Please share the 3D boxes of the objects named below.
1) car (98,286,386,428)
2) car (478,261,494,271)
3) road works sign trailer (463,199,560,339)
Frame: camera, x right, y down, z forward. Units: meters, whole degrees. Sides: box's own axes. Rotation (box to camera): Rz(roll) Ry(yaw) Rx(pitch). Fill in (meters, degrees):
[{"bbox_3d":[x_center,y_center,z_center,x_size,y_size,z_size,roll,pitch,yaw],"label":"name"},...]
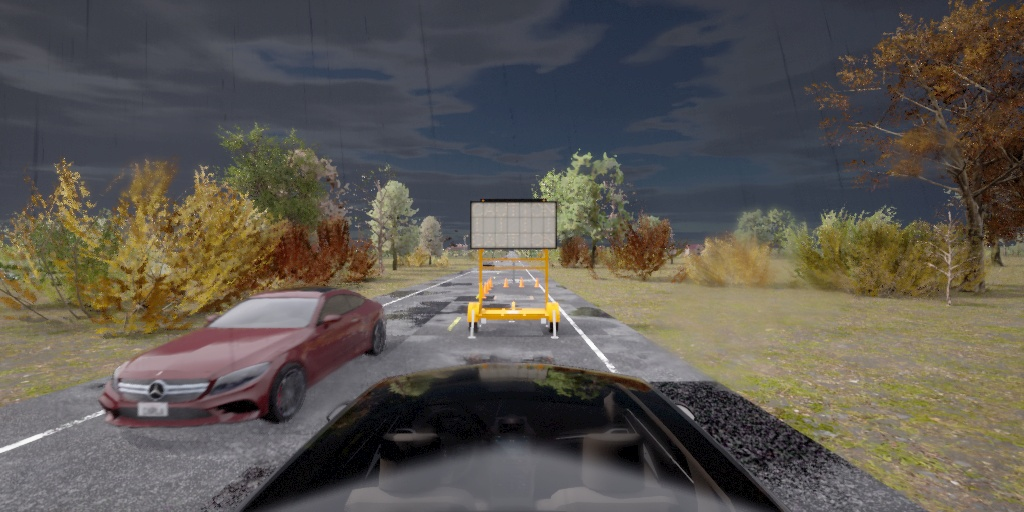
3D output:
[{"bbox_3d":[-3.574,1.275,5.911,1.812,1.442,4.674,0,0,0],"label":"car"},{"bbox_3d":[-3.372,1.296,46.983,1.895,1.301,4.718,0,0,0],"label":"car"},{"bbox_3d":[0.045,0.212,10.072,2.380,3.560,2.880,0,0,0],"label":"road works sign trailer"}]
